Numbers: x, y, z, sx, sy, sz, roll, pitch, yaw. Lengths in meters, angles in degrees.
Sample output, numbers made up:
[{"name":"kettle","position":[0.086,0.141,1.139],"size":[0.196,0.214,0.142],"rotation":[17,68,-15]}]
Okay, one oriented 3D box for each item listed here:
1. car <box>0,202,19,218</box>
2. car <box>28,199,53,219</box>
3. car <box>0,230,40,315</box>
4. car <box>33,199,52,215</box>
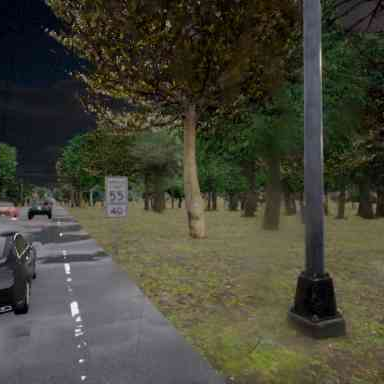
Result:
[{"name":"car","position":[-20.683,1.942,37.166],"size":[2.097,1.767,4.553],"rotation":[0,-1,-22]},{"name":"car","position":[-15.952,1.741,35.056],"size":[2.150,2.045,5.566],"rotation":[0,-1,-22]},{"name":"car","position":[-4.534,1.602,7.347],"size":[1.837,1.490,4.892],"rotation":[0,-1,-22]},{"name":"car","position":[-20.112,1.919,44.997],"size":[2.150,2.045,5.566],"rotation":[0,-1,-22]}]
